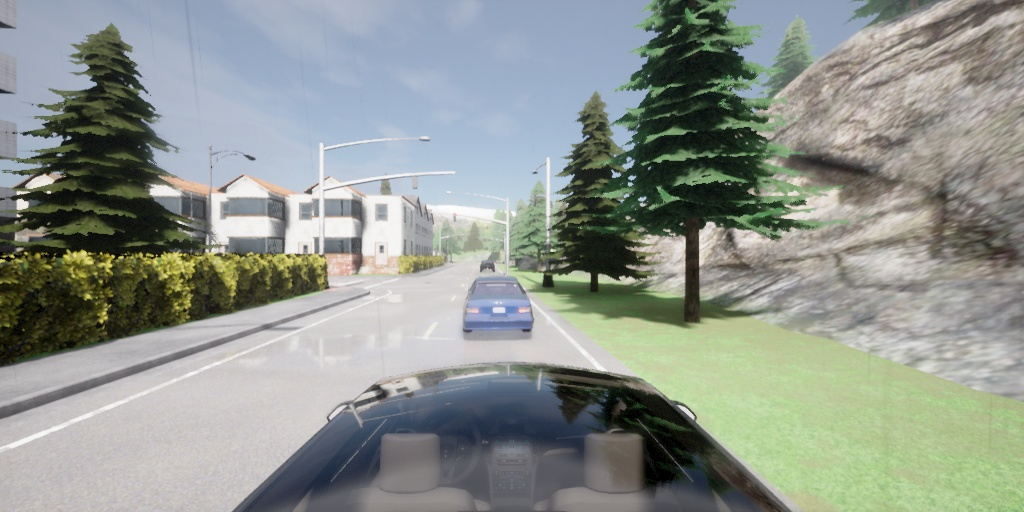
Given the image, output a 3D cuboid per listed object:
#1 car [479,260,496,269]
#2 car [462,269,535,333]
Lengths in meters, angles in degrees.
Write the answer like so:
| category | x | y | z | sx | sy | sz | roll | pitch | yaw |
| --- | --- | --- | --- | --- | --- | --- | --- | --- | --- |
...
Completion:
| category | x | y | z | sx | sy | sz | roll | pitch | yaw |
| --- | --- | --- | --- | --- | --- | --- | --- | --- | --- |
| car | -3.110 | 1.252 | 45.279 | 1.837 | 1.490 | 4.892 | 0 | 0 | -4 |
| car | -0.478 | 1.297 | 10.777 | 2.033 | 1.411 | 5.357 | 0 | 0 | -4 |
